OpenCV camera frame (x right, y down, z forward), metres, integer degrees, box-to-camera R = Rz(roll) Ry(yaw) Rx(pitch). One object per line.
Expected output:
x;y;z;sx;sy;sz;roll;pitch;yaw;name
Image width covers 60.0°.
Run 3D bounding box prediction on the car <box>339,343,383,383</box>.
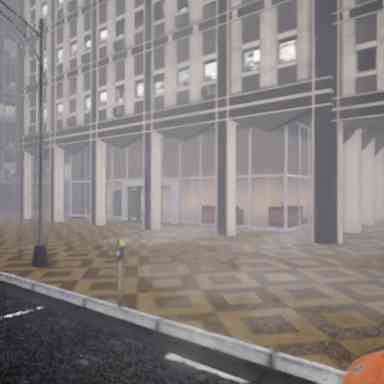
2.880;1.353;1.262;4.553;1.767;2.097;-1;-1;37;car
